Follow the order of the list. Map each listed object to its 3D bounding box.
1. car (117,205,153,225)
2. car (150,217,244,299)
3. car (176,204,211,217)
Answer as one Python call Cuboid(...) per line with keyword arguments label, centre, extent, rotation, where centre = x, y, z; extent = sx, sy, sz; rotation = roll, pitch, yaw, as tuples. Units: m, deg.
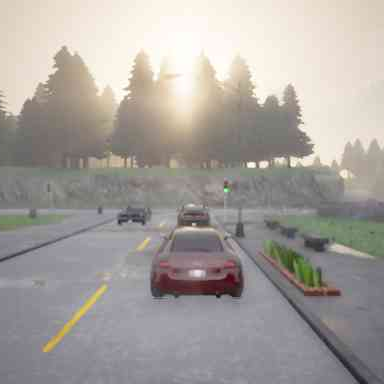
Cuboid(label="car", centre=(-4.000, 1.590, 23.679), extent=(1.895, 1.301, 4.718), rotation=(0, 0, 0))
Cuboid(label="car", centre=(0.100, 1.558, 8.516), extent=(1.994, 1.385, 4.181), rotation=(0, 0, 0))
Cuboid(label="car", centre=(0.101, 1.489, 20.432), extent=(1.837, 1.490, 4.892), rotation=(0, 0, 0))
